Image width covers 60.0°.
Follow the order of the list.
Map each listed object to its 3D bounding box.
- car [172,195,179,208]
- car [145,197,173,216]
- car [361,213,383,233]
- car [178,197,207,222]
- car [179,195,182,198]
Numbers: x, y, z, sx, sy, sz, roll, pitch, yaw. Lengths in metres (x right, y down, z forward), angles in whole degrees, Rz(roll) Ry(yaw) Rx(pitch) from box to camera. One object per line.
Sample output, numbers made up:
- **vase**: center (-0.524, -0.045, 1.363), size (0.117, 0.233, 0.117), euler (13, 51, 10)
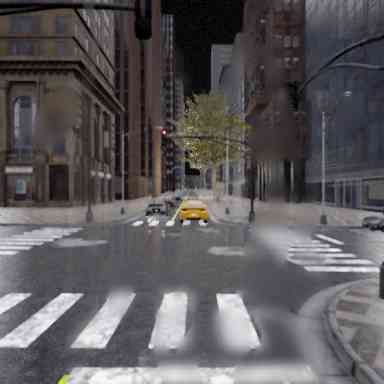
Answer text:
- **car**: center (-3.085, 1.372, 43.656), size (1.895, 1.301, 4.718), euler (0, 1, 0)
- **car**: center (-3.090, 1.442, 30.744), size (1.994, 1.385, 4.181), euler (0, 0, 0)
- **car**: center (11.934, 1.602, 18.779), size (4.403, 1.369, 2.008), euler (0, 0, 0)
- **car**: center (0.108, 1.396, 25.289), size (1.882, 1.535, 5.008), euler (0, 0, 0)
- **car**: center (-2.986, 1.150, 65.094), size (1.895, 1.301, 4.718), euler (0, 1, 0)
